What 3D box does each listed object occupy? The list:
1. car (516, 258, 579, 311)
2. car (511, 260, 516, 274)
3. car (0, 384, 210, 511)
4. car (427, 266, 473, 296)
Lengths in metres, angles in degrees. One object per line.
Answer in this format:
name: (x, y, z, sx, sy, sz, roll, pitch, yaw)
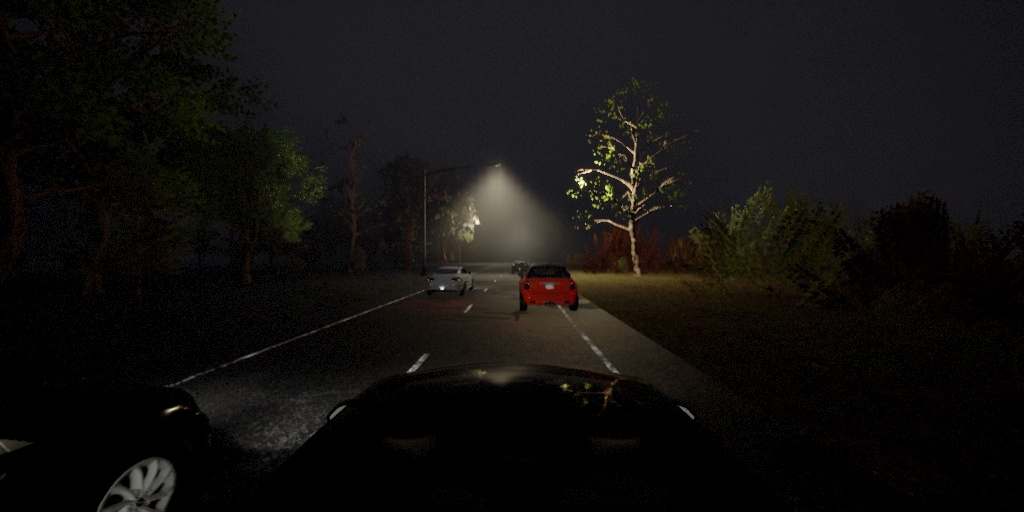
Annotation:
car: (1.339, 1.081, 14.540, 2.097, 1.767, 4.553, 0, 0, 1)
car: (0.971, 1.179, 40.611, 2.128, 1.511, 4.902, 0, 0, 3)
car: (-3.386, 1.256, 0.914, 1.837, 1.490, 4.892, 0, 0, 0)
car: (-3.186, 1.249, 18.945, 1.812, 1.442, 4.674, 0, 0, 1)
